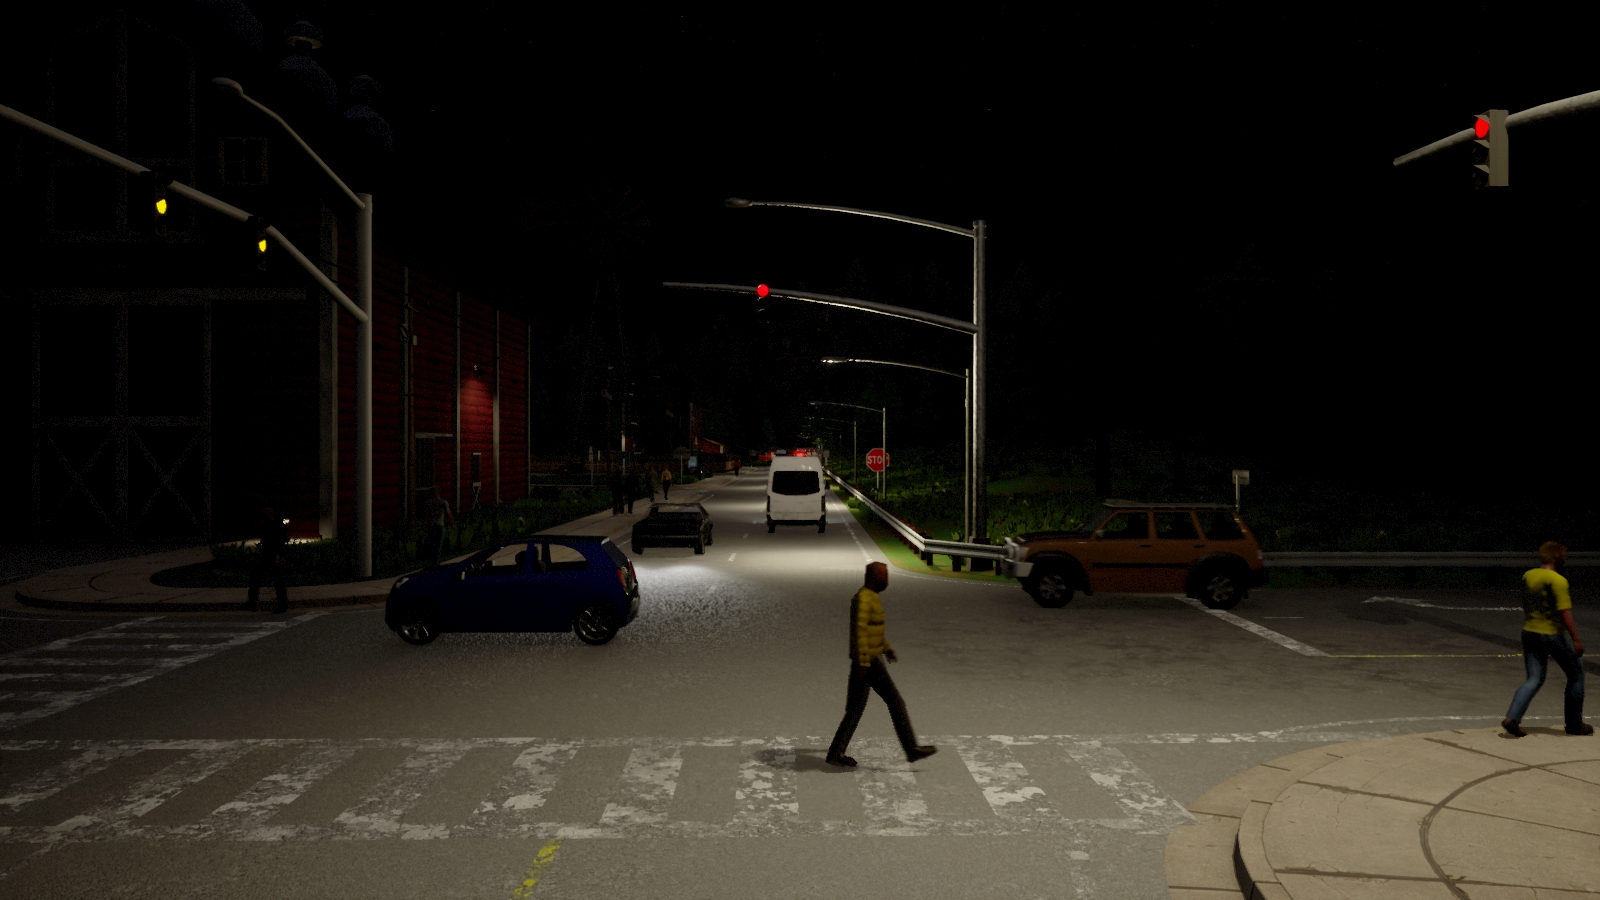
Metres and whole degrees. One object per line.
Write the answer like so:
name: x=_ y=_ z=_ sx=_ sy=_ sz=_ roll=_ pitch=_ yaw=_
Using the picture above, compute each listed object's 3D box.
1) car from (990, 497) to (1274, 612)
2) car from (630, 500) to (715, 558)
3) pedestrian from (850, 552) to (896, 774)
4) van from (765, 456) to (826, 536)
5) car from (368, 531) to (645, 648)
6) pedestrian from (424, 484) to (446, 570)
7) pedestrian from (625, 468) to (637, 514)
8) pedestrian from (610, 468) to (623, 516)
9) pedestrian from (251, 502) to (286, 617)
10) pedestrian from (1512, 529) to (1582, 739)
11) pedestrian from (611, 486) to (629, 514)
car: x=5.838 y=1.828 z=20.581 sx=4.605 sy=1.855 sz=1.932 roll=0 pitch=0 yaw=4
car: x=-3.455 y=2.136 z=31.771 sx=1.895 sy=1.301 sz=4.718 roll=0 pitch=0 yaw=0
pedestrian: x=0.629 y=1.830 z=9.922 sx=0.375 sy=1.860 sz=0.375 roll=0 pitch=0 yaw=0
van: x=-0.104 y=1.510 z=40.215 sx=1.988 sy=2.561 sz=5.915 roll=0 pitch=0 yaw=1
car: x=-4.214 y=2.011 z=16.863 sx=3.633 sy=1.501 sz=1.845 roll=0 pitch=0 yaw=-1
pedestrian: x=-8.010 y=1.679 z=25.074 sx=0.375 sy=1.860 sz=0.375 roll=0 pitch=0 yaw=-1
pedestrian: x=-6.890 y=1.667 z=46.510 sx=0.375 sy=1.860 sz=0.375 roll=0 pitch=0 yaw=9
pedestrian: x=-7.305 y=1.669 z=45.508 sx=0.375 sy=1.860 sz=0.375 roll=0 pitch=0 yaw=10
pedestrian: x=-8.833 y=1.811 z=18.987 sx=0.375 sy=1.860 sz=0.375 roll=0 pitch=0 yaw=28
pedestrian: x=6.829 y=1.663 z=10.453 sx=0.375 sy=1.860 sz=0.375 roll=0 pitch=0 yaw=-7
pedestrian: x=-7.404 y=2.048 z=47.009 sx=0.500 sy=1.100 sz=0.500 roll=0 pitch=0 yaw=44
